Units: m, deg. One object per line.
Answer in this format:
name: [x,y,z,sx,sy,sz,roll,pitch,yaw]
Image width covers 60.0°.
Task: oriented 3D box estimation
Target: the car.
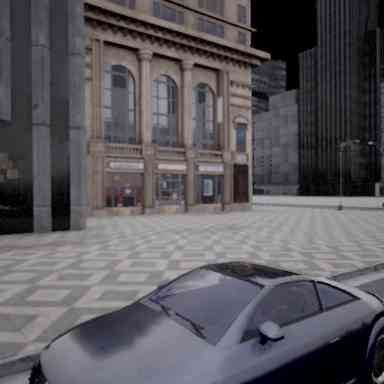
car: [0.491,1.559,3.728,4.181,1.385,1.994,0,0,-35]
